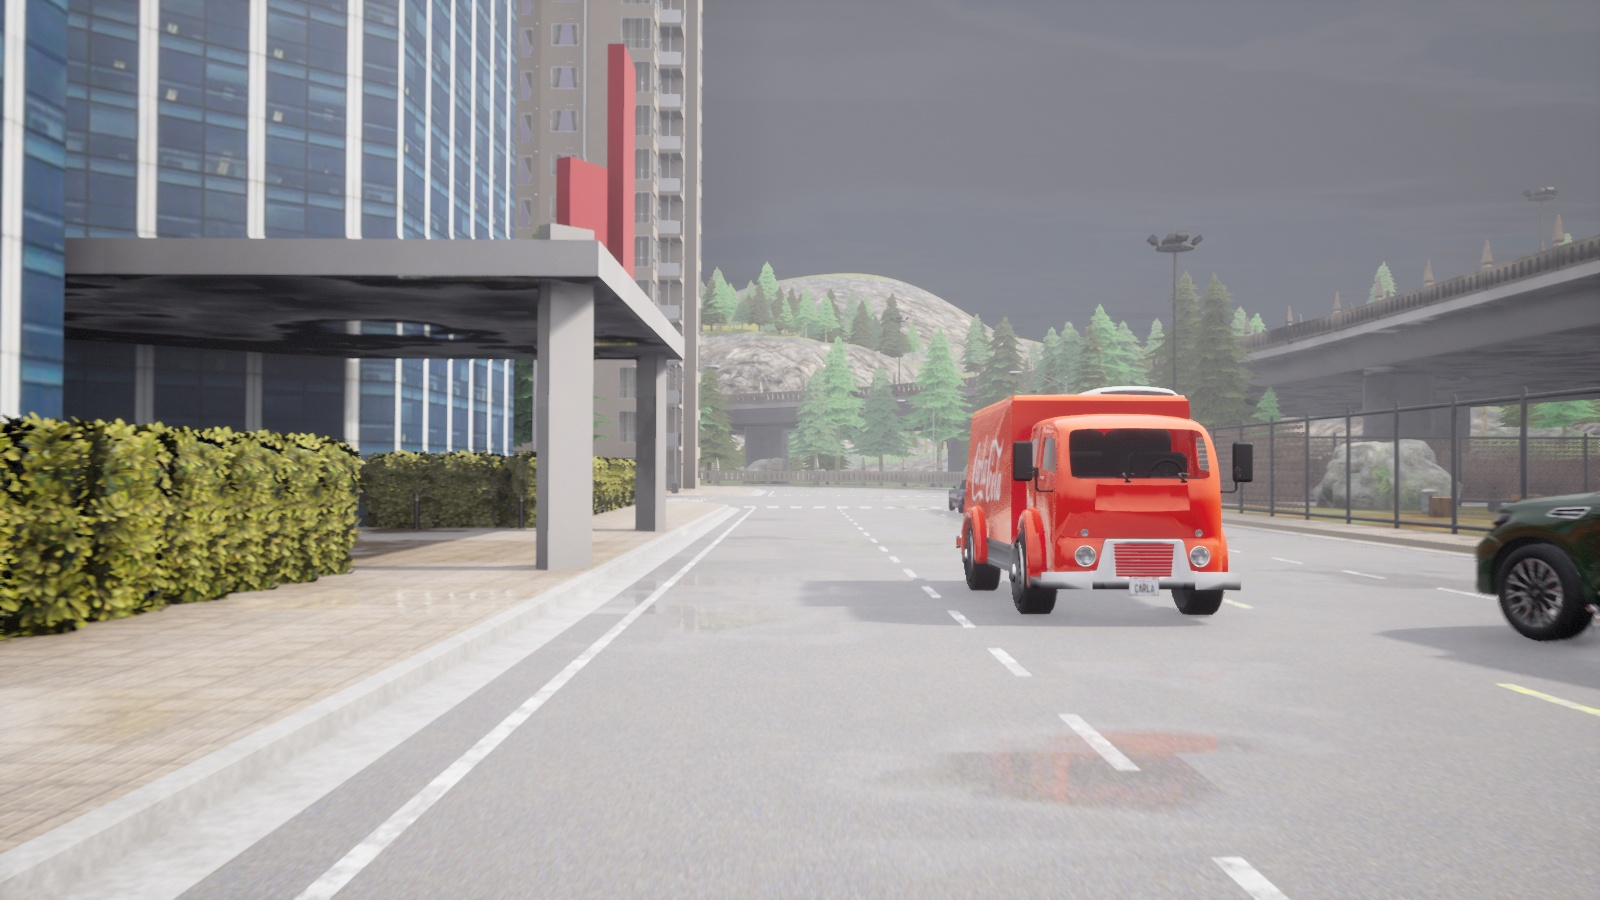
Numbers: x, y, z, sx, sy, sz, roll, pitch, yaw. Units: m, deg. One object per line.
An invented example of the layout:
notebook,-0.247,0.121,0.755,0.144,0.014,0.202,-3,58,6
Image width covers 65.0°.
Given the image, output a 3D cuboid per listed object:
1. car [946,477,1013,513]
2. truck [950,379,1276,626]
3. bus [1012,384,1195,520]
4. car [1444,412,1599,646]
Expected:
car,6.881,1.701,48.597,1.895,1.301,4.718,0,-1,0
truck,3.460,0.569,15.239,2.627,2.467,5.204,0,-1,0
bus,10.385,0.142,44.494,3.944,4.253,10.273,0,-1,0
car,8.265,0.673,10.278,2.150,2.045,5.566,0,-1,-15
